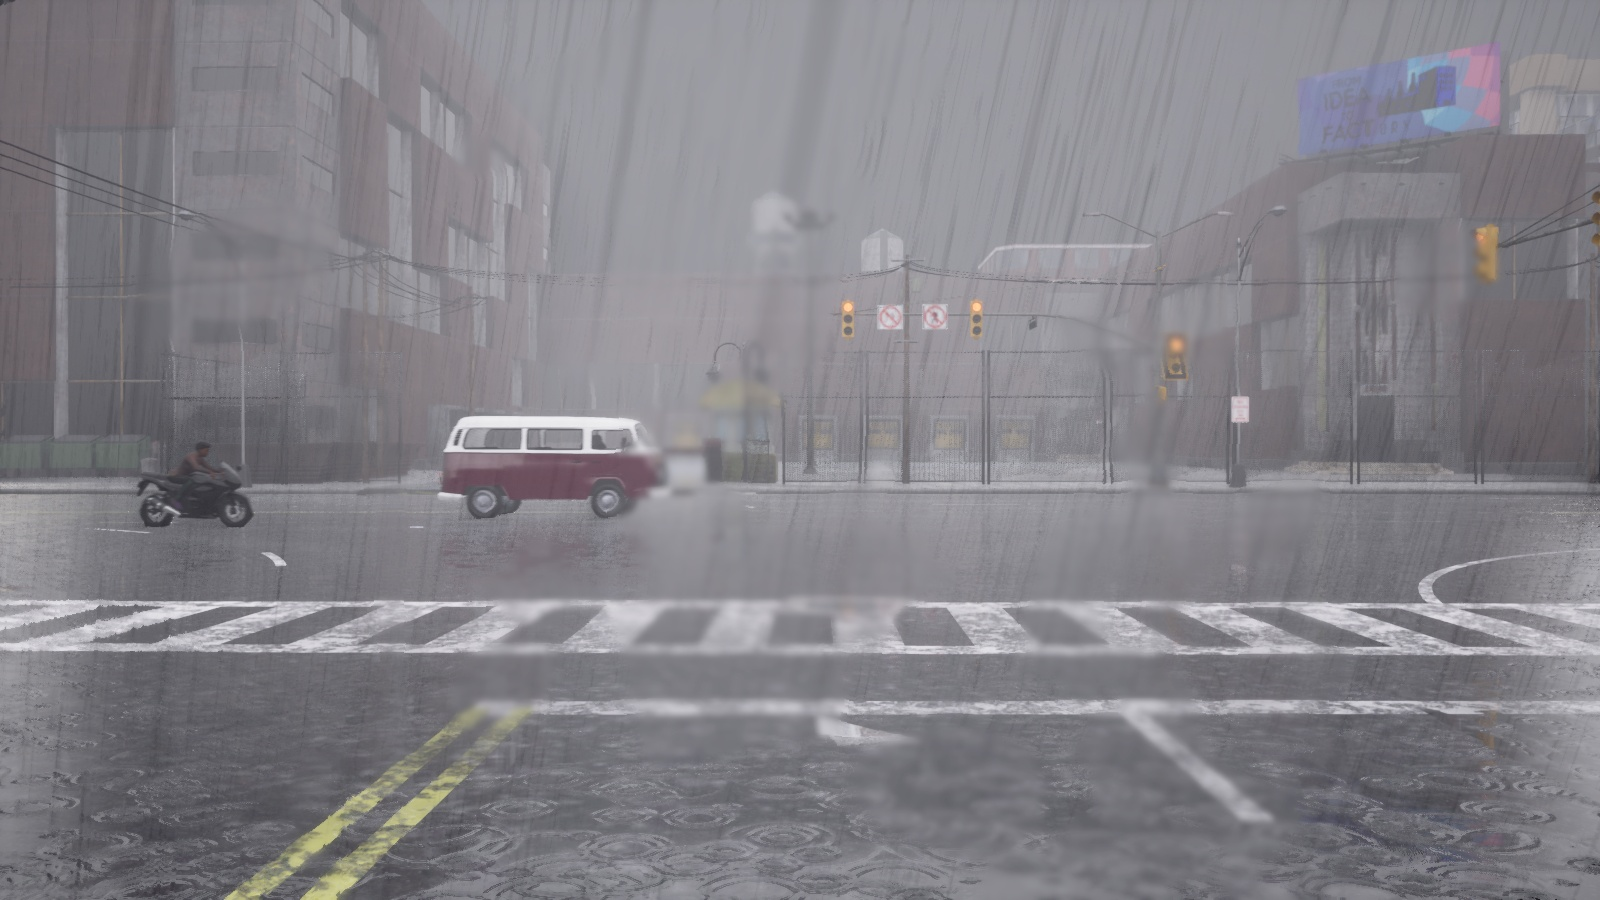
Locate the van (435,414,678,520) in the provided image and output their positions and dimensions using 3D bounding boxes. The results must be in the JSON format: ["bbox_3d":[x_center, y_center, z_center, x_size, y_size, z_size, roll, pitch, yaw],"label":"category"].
[{"bbox_3d":[-4.821,0.323,25.363,4.480,2.038,2.069,0,0,1],"label":"van"}]

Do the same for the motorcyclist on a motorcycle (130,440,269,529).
[{"bbox_3d":[-10.484,0.596,21.974,2.044,1.523,0.797,0,0,1],"label":"motorcyclist on a motorcycle"}]
